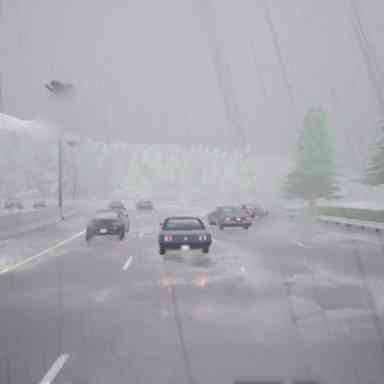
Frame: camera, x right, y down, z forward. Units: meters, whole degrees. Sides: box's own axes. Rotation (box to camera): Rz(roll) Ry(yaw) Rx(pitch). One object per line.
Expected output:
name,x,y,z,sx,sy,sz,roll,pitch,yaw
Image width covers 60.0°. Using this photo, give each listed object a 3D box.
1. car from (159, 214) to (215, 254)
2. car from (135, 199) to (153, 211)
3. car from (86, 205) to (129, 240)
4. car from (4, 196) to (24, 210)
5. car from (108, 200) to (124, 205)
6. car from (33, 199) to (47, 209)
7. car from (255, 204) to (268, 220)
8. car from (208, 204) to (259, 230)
car,-0.410,1.656,13.829,1.895,1.301,4.718,0,0,-5
car,-6.615,1.715,45.604,2.128,1.511,4.902,0,0,-17
car,-4.400,1.627,17.726,1.812,1.442,4.674,0,0,-7
car,-27.263,1.641,51.185,2.150,2.045,5.566,0,0,-21
car,-10.853,1.828,47.334,1.994,1.385,4.181,0,0,-18
car,-24.627,1.876,53.971,1.882,1.535,5.008,0,0,-21
car,4.737,1.667,28.291,1.895,1.301,4.718,0,0,-10
car,2.276,1.608,21.447,2.033,1.411,5.357,0,0,-9
